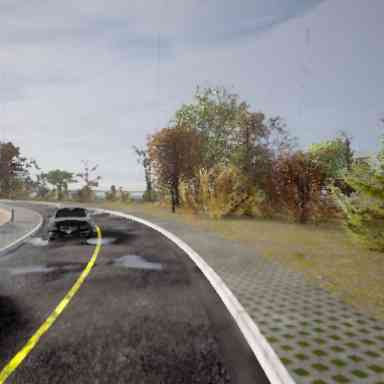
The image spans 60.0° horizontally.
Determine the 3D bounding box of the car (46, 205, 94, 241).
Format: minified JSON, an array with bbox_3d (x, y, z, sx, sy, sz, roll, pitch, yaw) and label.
[{"bbox_3d":[-6.001,1.464,16.601,1.837,1.490,4.892,0,0,-17],"label":"car"}]
